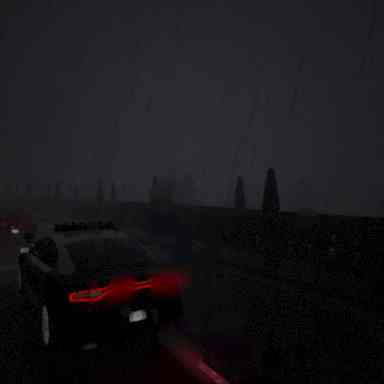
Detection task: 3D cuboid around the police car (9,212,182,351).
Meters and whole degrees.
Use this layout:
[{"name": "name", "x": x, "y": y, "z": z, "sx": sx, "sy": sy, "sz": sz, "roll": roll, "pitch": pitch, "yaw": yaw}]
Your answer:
[{"name": "police car", "x": -2.147, "y": 1.402, "z": 6.497, "sx": 1.930, "sy": 1.638, "sz": 5.238, "roll": 0, "pitch": 0, "yaw": -34}]

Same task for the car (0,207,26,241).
[{"name": "car", "x": -8.642, "y": 1.404, "z": 15.217, "sx": 1.882, "sy": 1.535, "sz": 5.008, "roll": 0, "pitch": 0, "yaw": -40}]
